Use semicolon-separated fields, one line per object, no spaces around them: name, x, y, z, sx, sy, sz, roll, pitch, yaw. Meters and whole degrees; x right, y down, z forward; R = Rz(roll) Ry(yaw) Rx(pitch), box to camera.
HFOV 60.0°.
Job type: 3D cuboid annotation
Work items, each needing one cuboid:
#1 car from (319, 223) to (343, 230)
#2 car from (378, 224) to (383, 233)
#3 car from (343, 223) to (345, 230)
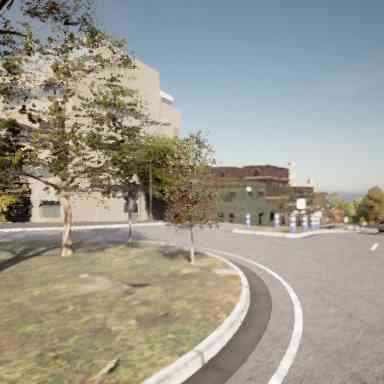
car;34.357;8.749;83.154;4.892;1.521;2.231;0;-6;13
car;28.470;5.331;48.571;1.994;1.385;4.181;-1;-7;34
car;35.974;8.930;85.729;4.553;1.767;2.185;0;-6;13
